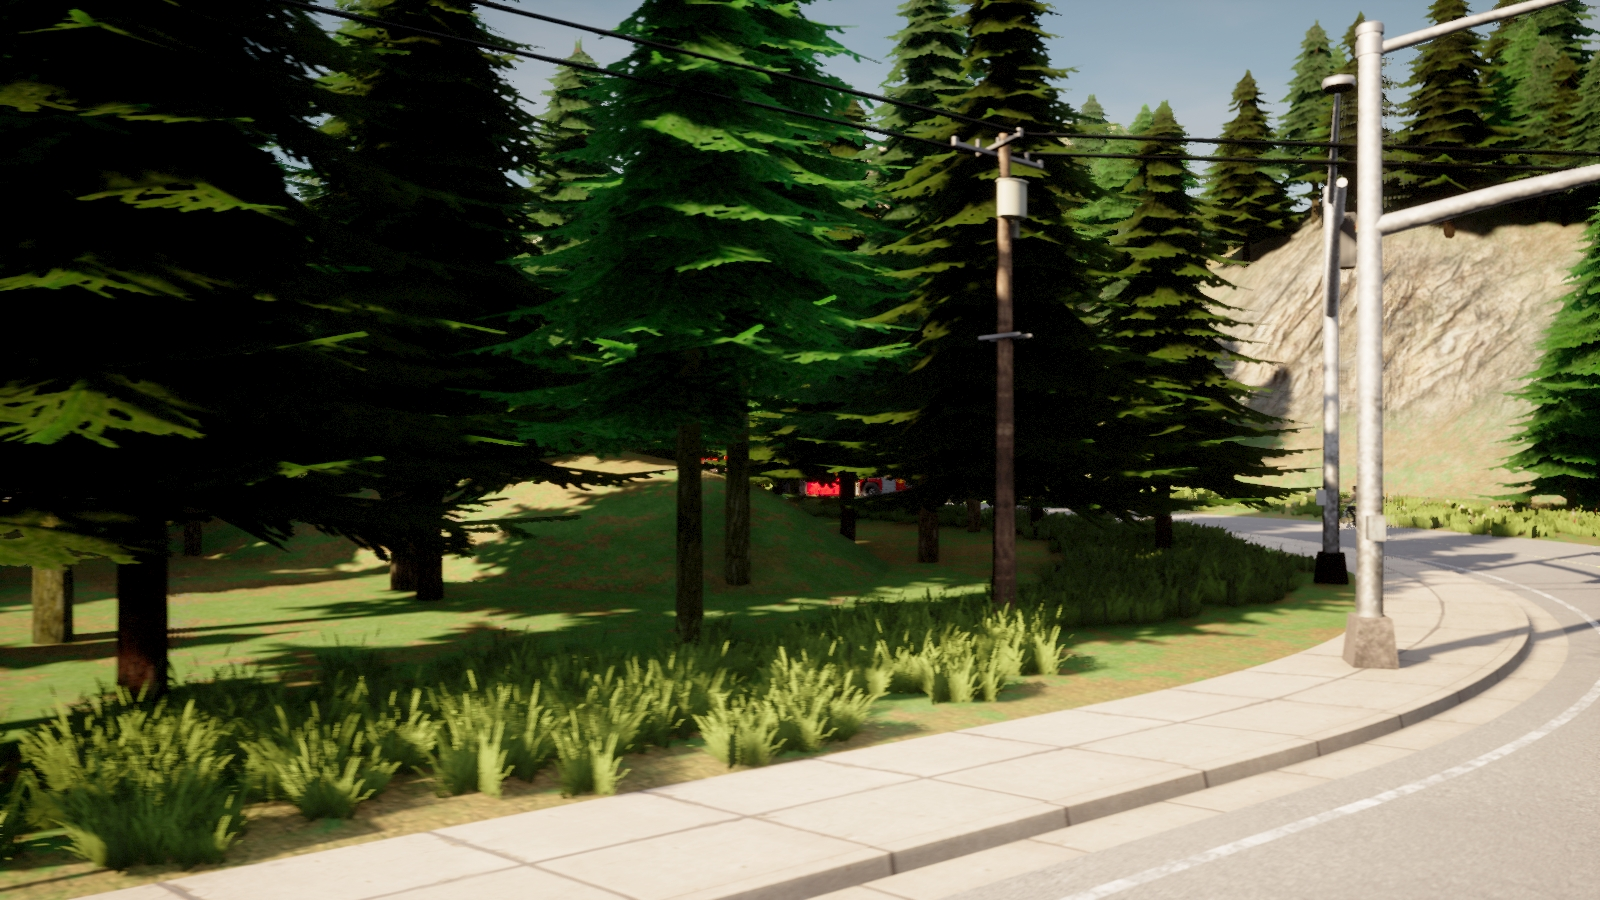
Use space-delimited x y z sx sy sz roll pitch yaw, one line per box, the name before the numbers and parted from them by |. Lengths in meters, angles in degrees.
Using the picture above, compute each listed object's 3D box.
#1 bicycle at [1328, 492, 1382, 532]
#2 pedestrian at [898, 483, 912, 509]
bicycle | 19.172 2.132 39.502 0.859 1.276 1.487 -2 0 -18
pedestrian | 4.686 2.050 50.971 0.500 1.100 0.500 0 0 27
